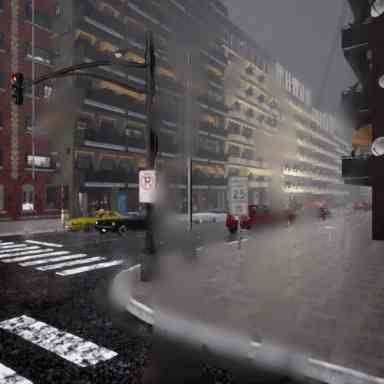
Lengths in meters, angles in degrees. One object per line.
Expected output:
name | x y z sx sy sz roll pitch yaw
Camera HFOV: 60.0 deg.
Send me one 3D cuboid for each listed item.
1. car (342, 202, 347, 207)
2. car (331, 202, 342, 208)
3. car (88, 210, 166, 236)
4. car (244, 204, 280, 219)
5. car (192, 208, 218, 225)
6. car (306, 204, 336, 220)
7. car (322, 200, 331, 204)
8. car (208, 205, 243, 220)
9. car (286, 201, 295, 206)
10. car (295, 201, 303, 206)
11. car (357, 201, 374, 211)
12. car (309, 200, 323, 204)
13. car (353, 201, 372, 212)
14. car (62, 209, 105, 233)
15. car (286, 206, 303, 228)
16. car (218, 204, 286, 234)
car | 39.428 3.282 87.033 1.947 1.339 4.313 -1 -2 35
car | 32.931 3.067 77.753 1.887 1.381 4.507 -1 -2 35
car | -3.765 1.911 20.794 1.895 1.301 4.718 0 -1 35
car | 7.954 2.171 37.513 2.128 1.511 4.902 0 -1 35
car | 1.981 2.093 29.001 1.895 1.301 4.718 0 -1 35
car | 13.820 2.284 35.897 1.802 1.307 4.206 -1 -2 35
car | 26.433 2.640 68.479 2.192 1.841 5.009 -1 -2 35
car | 3.699 2.164 35.995 1.887 1.381 4.507 -1 -2 35
car | 13.344 2.446 49.775 1.752 1.417 4.829 -1 -2 35
car | 16.689 2.340 54.560 2.192 1.841 5.009 -1 -2 35
car | 33.306 2.621 63.742 2.192 1.841 5.009 -1 -2 35
car | 23.187 2.771 63.834 1.887 1.381 4.507 -1 -2 35
car | 30.057 2.522 59.101 2.192 1.841 5.009 -1 -2 35
car | -6.143 1.834 21.937 1.752 1.417 4.829 -1 -2 35
car | 7.324 2.043 26.619 1.887 1.381 4.507 -1 -2 35
car | 4.074 1.711 21.986 2.192 1.841 5.009 -1 -2 35
